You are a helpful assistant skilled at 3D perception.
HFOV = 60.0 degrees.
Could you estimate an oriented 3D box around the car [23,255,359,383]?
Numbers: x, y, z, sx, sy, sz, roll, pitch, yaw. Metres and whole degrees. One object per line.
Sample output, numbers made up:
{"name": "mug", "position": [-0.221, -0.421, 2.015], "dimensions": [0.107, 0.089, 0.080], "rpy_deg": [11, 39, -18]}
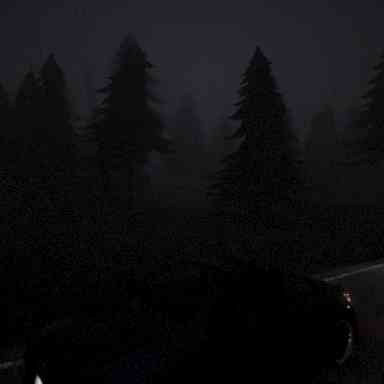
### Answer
{"name": "car", "position": [0.233, 1.568, 4.168], "dimensions": [4.181, 1.385, 1.994], "rpy_deg": [0, 0, -36]}
